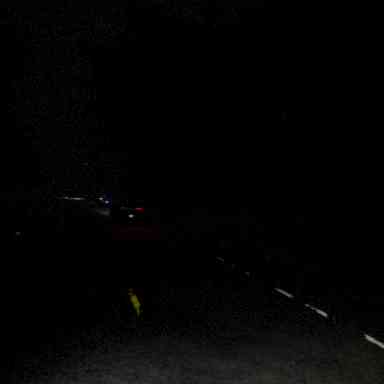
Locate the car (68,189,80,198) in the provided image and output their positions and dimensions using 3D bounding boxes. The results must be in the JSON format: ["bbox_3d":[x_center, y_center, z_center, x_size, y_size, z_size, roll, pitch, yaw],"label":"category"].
[{"bbox_3d":[-20.410,0.246,57.295,2.033,1.411,5.357,4,0,-20],"label":"car"}]

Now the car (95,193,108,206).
[{"bbox_3d":[-9.906,0.825,38.127,1.812,1.442,4.674,4,0,-19],"label":"car"}]

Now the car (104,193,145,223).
[{"bbox_3d":[-4.344,1.146,21.941,2.128,1.511,4.902,4,0,-19],"label":"car"}]
